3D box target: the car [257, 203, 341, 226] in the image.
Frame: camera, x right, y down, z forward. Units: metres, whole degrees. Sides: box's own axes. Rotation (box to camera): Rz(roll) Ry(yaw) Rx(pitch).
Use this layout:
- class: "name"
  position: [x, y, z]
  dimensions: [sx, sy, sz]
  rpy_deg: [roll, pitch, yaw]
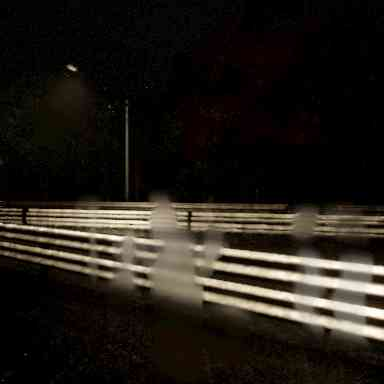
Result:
- class: "car"
  position: [6.093, 1.411, 19.247]
  dimensions: [4.553, 1.767, 2.097]
  rpy_deg: [0, 0, 19]
